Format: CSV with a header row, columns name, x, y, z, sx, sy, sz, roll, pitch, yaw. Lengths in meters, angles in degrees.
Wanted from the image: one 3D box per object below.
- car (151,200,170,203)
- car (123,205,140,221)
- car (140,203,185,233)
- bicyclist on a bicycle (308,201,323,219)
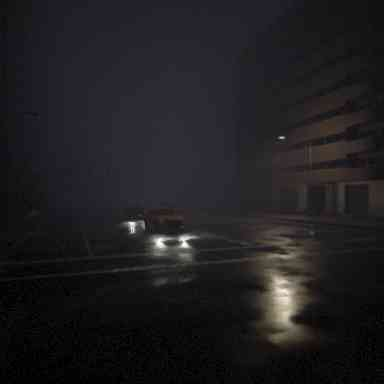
name,x,y,z,sx,sy,sz,roll,pitch,yaw
car,-2.865,1.957,36.074,2.128,1.511,4.902,0,-1,-20
car,-5.480,2.013,32.482,1.994,1.385,4.181,0,-1,-20
car,-1.961,1.794,22.714,1.882,1.535,5.008,0,-1,-20
bicyclist on a bicycle,10.972,1.584,29.528,1.656,1.620,0.582,0,-1,-20
